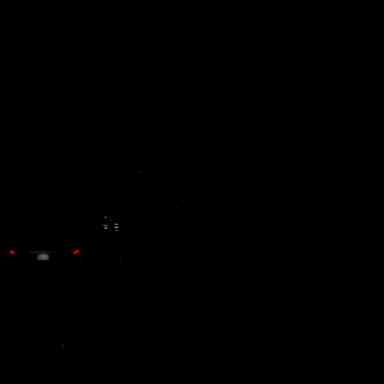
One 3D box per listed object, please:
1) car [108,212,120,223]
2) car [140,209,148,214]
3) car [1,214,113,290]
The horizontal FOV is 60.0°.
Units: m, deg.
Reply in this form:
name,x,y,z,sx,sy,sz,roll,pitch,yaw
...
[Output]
name,x,y,z,sx,sy,sz,roll,pitch,yaw
car,-10.592,3.392,44.853,1.895,1.301,4.718,1,-3,-6
car,-13.244,5.305,91.712,1.895,1.301,4.718,1,-3,-7
car,-3.927,1.721,10.344,2.097,1.767,4.553,1,-2,-6
